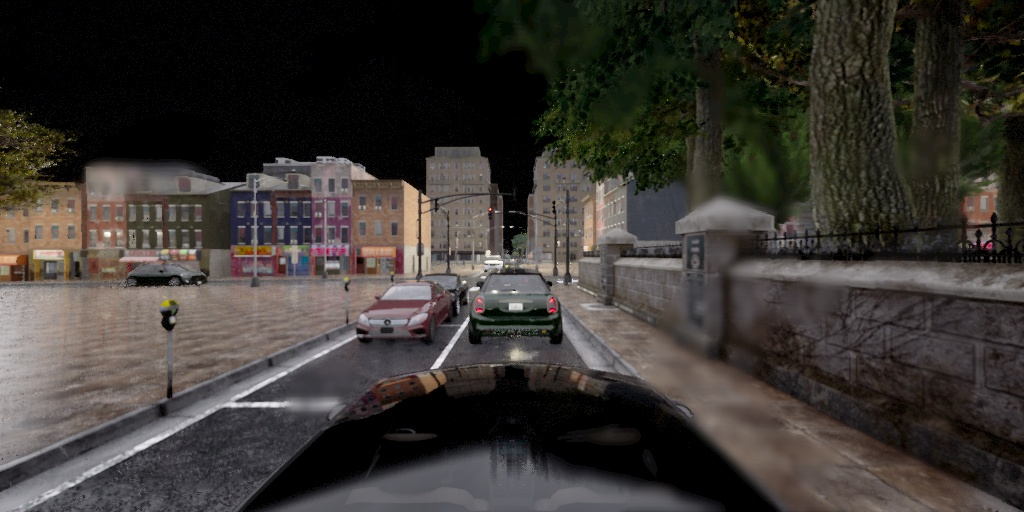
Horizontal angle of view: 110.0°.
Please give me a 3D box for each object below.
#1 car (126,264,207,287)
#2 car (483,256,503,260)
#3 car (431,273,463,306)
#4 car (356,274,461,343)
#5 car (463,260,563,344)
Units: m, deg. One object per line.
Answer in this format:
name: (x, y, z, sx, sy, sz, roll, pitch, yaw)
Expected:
car: (-25.078, 1.383, 26.175, 4.553, 1.767, 2.097, -1, 0, 0)
car: (-2.292, 0.968, 44.357, 2.150, 2.045, 5.566, 0, 0, -1)
car: (-2.640, 1.317, 13.315, 1.948, 1.339, 4.313, 0, 0, 0)
car: (-2.639, 1.333, 9.652, 1.802, 1.307, 4.207, 0, 0, 0)
car: (0.072, 1.103, 9.767, 2.097, 1.767, 4.553, 0, 0, 0)
